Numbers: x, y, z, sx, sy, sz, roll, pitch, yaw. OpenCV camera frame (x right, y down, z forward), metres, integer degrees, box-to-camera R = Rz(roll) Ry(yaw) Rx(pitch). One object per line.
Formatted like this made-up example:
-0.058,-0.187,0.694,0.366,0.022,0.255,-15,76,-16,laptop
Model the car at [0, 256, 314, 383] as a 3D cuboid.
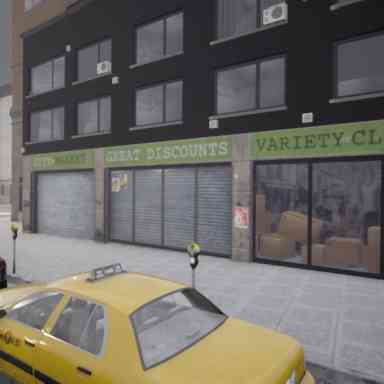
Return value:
-1.168,1.524,3.915,4.829,1.417,1.752,0,1,35,car
